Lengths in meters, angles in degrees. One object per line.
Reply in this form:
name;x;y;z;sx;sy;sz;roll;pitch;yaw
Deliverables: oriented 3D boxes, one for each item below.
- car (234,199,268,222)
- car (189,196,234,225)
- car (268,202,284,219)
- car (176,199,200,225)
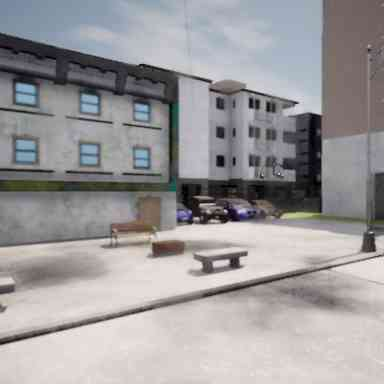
car;3.334;1.352;25.672;2.242;1.667;4.611;0;0;-25
car;0.945;1.246;23.681;1.905;1.878;3.866;0;0;-25
car;5.654;1.420;27.503;1.816;1.474;4.193;0;0;-25
car;-1.250;1.416;22.613;1.845;1.501;3.633;0;0;-25
